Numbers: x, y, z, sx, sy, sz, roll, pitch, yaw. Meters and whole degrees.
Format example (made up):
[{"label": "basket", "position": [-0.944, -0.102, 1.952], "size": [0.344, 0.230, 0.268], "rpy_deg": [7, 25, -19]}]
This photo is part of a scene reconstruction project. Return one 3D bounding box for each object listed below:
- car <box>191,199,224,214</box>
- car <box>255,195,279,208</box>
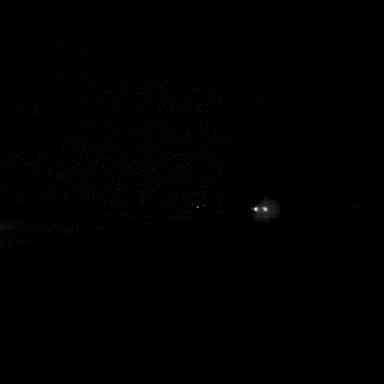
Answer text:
[{"label": "car", "position": [1.718, 1.441, 33.668], "size": [1.994, 1.385, 4.181], "rpy_deg": [0, -1, 35]}, {"label": "car", "position": [12.406, 1.486, 54.681], "size": [2.150, 2.045, 5.566], "rpy_deg": [0, -1, 35]}]
